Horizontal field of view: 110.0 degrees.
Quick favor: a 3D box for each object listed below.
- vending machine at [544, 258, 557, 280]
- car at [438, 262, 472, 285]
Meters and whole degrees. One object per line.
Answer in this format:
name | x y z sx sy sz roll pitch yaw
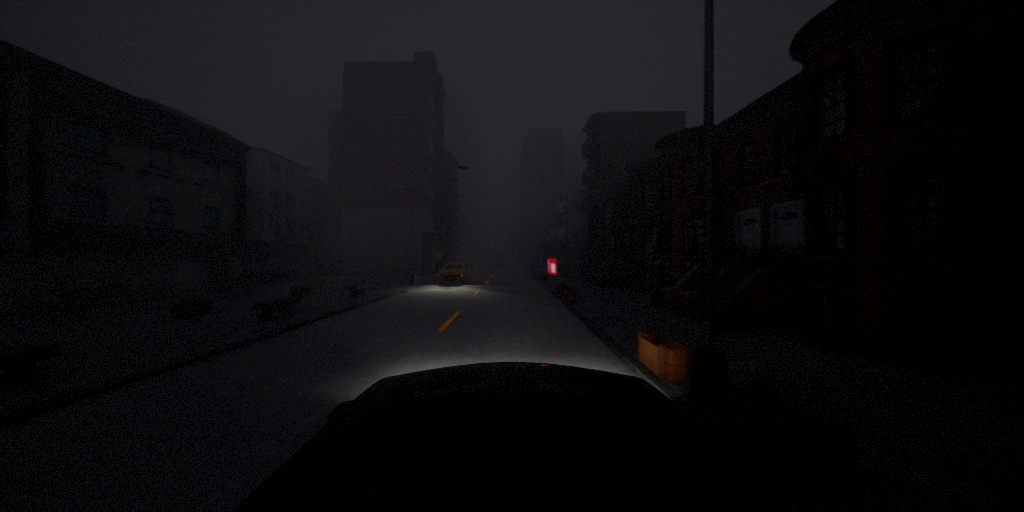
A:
vending machine | 4.260 1.167 37.602 1.100 2.100 0.880 0 0 0
car | -4.117 1.229 26.300 1.882 1.535 5.008 0 0 0
